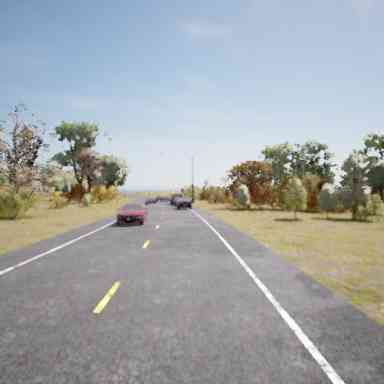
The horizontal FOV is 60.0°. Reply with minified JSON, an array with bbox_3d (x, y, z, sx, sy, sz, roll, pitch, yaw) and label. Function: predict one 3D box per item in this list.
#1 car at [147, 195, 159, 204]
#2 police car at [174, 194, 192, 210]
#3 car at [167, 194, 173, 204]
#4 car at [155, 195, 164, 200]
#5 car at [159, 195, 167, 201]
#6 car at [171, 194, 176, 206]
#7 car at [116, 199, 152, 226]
[{"bbox_3d":[-8.006,1.642,65.744,1.994,1.385,4.181,0,0,-7],"label":"car"},{"bbox_3d":[-1.083,1.489,45.275,1.930,1.638,5.238,0,0,-5],"label":"police car"},{"bbox_3d":[-2.816,1.298,61.191,2.150,2.045,5.566,0,0,-7],"label":"car"},{"bbox_3d":[-9.299,1.608,95.160,2.128,1.511,4.902,0,0,-12],"label":"car"},{"bbox_3d":[-6.383,1.504,79.104,1.994,1.385,4.181,0,0,-9],"label":"car"},{"bbox_3d":[-2.097,1.578,55.168,1.837,1.490,4.892,0,0,-6],"label":"car"},{"bbox_3d":[-4.264,1.521,24.216,1.882,1.535,5.008,0,0,-3],"label":"car"}]
